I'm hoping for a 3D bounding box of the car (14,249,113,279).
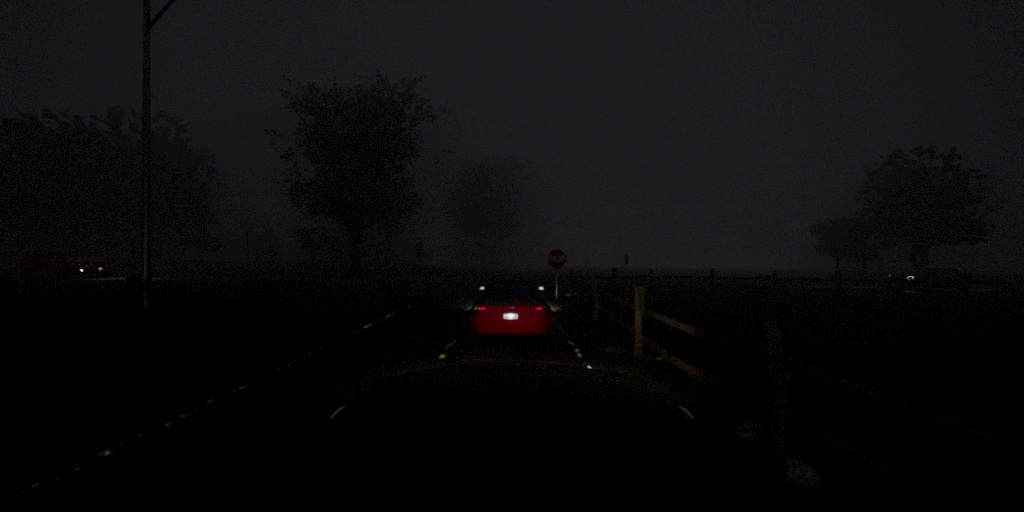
[{"bbox_3d":[-32.905,0.538,26.373,5.566,2.045,2.150,1,0,2],"label":"car"}]

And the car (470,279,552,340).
[{"bbox_3d":[-0.010,1.332,10.091,1.994,1.385,4.181,0,0,1],"label":"car"}]

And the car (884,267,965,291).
[{"bbox_3d":[30.862,1.633,26.785,4.553,1.767,2.097,1,0,2],"label":"car"}]
